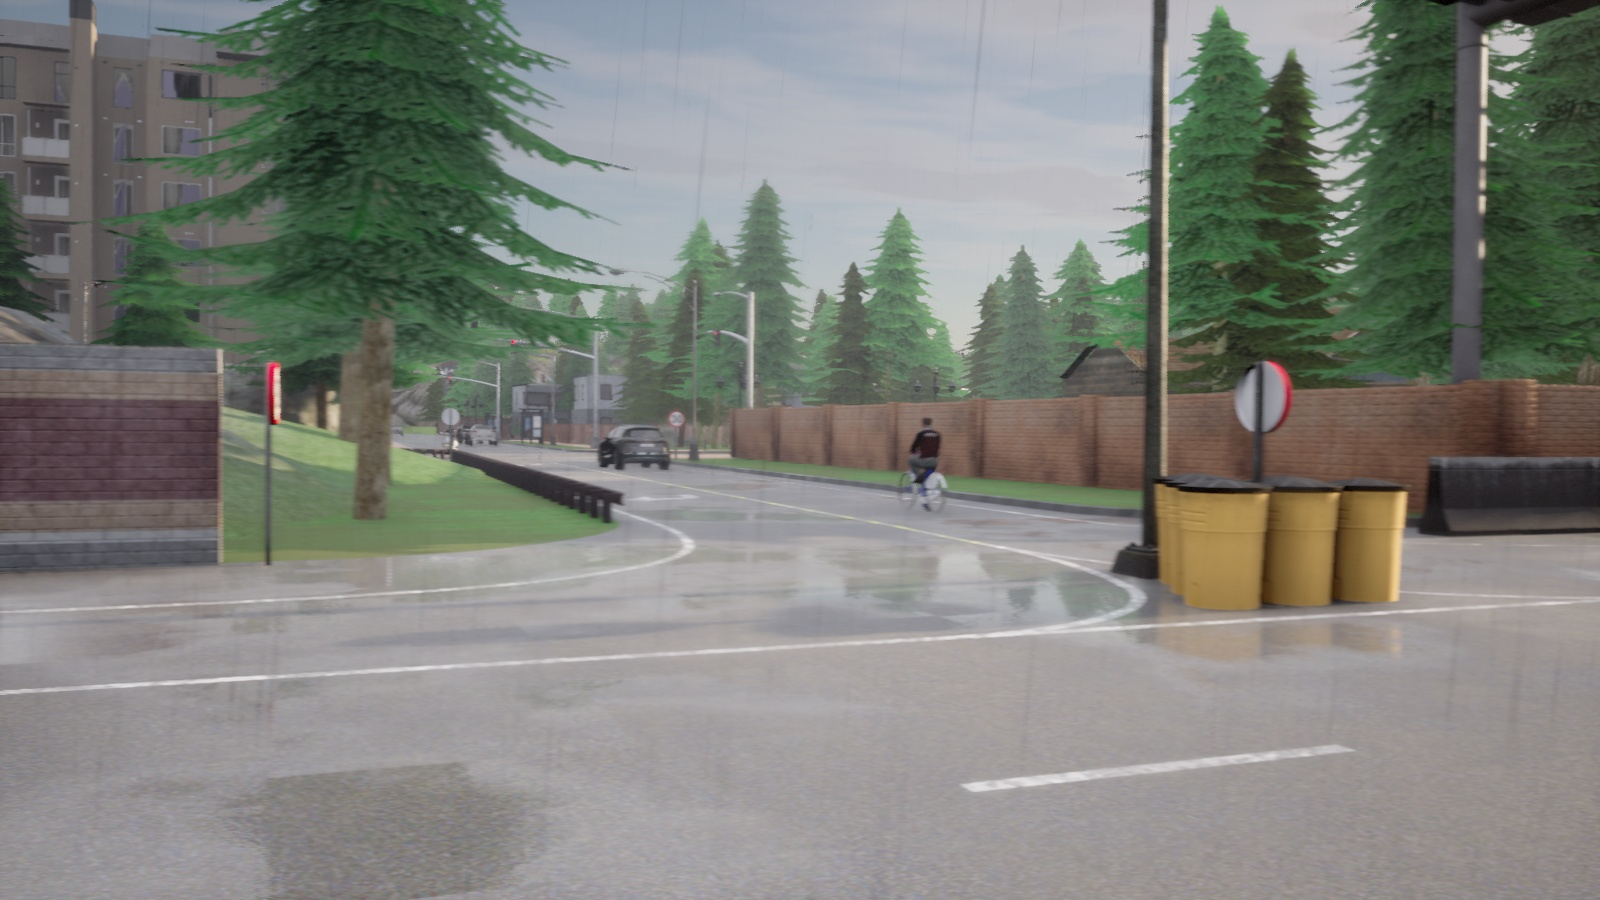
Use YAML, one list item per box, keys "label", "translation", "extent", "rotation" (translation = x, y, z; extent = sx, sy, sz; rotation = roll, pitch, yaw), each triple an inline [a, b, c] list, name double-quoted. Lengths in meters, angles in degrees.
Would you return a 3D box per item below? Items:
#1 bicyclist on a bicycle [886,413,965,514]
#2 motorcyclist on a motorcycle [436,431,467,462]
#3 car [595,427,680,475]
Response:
- label: "bicyclist on a bicycle"
  translation: [2.290, 0.218, 23.116]
  extent: [0.659, 1.776, 1.843]
  rotation: [-1, 1, -21]
- label: "motorcyclist on a motorcycle"
  translation: [-18.585, -0.179, 67.022]
  extent: [0.866, 1.590, 1.817]
  rotation: [-3, 1, 6]
- label: "car"
  translation: [-5.987, -0.002, 45.769]
  extent: [2.033, 1.649, 4.856]
  rotation: [-1, 1, -20]
